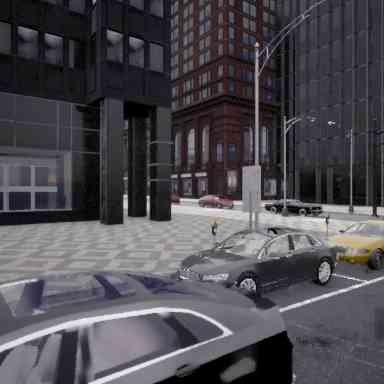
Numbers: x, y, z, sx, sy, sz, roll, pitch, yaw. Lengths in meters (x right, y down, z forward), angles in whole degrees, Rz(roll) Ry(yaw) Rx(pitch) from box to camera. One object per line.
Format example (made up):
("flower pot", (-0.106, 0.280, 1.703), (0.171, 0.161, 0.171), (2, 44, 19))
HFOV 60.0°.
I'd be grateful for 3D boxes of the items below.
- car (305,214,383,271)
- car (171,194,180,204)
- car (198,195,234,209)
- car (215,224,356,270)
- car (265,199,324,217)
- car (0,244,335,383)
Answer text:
("car", (6.019, 1.526, 10.978), (4.829, 1.417, 1.752), (0, 0, -36))
("car", (-3.457, 0.803, 43.918), (1.882, 1.535, 5.008), (0, 1, -36))
("car", (2.505, 1.032, 35.685), (1.812, 1.442, 4.674), (0, 1, -36))
("car", (1.678, 1.551, 7.863), (4.403, 1.369, 2.008), (0, 0, -36))
("car", (8.398, 1.293, 27.566), (1.895, 1.301, 4.718), (0, 1, -36))
("car", (-1.299, 1.491, 2.458), (4.902, 1.511, 2.128), (0, 0, -36))
